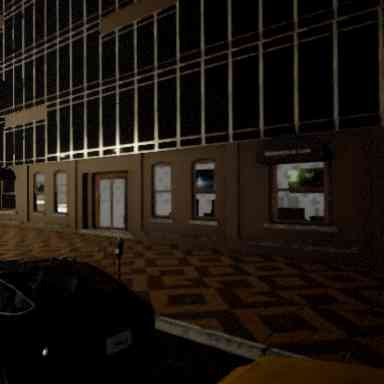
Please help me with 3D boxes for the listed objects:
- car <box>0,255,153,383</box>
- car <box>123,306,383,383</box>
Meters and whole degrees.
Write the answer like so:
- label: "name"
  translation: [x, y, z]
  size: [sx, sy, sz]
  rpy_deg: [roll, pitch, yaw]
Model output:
- label: "car"
  translation: [-2.438, 1.574, 4.619]
  size: [4.313, 1.339, 1.947]
  rpy_deg: [0, -1, 36]
- label: "car"
  translation: [2.053, 1.524, 1.417]
  size: [4.829, 1.417, 1.752]
  rpy_deg: [0, -1, 35]
